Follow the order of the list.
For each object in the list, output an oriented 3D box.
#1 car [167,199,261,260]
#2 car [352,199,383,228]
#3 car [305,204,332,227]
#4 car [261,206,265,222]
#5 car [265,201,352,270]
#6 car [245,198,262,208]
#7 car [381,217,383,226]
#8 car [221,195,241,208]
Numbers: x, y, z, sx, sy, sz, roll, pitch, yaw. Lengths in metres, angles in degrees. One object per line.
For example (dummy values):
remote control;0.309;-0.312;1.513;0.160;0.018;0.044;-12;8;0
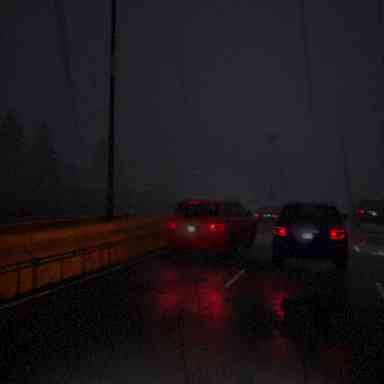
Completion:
car;1.000;1.296;13.134;2.150;2.045;5.566;1;0;23
car;13.075;1.551;24.492;2.150;2.045;5.566;1;0;22
car;10.255;1.795;26.843;1.837;1.490;4.892;1;0;22
car;6.184;1.764;26.149;2.033;1.411;5.357;1;0;22
car;4.264;1.347;11.865;2.150;2.045;5.566;1;0;22
car;10.674;1.916;57.532;2.128;1.511;4.902;1;0;18
car;7.108;1.710;9.590;2.033;1.411;5.357;1;0;22
car;6.647;1.574;56.504;2.150;2.045;5.566;1;0;19
